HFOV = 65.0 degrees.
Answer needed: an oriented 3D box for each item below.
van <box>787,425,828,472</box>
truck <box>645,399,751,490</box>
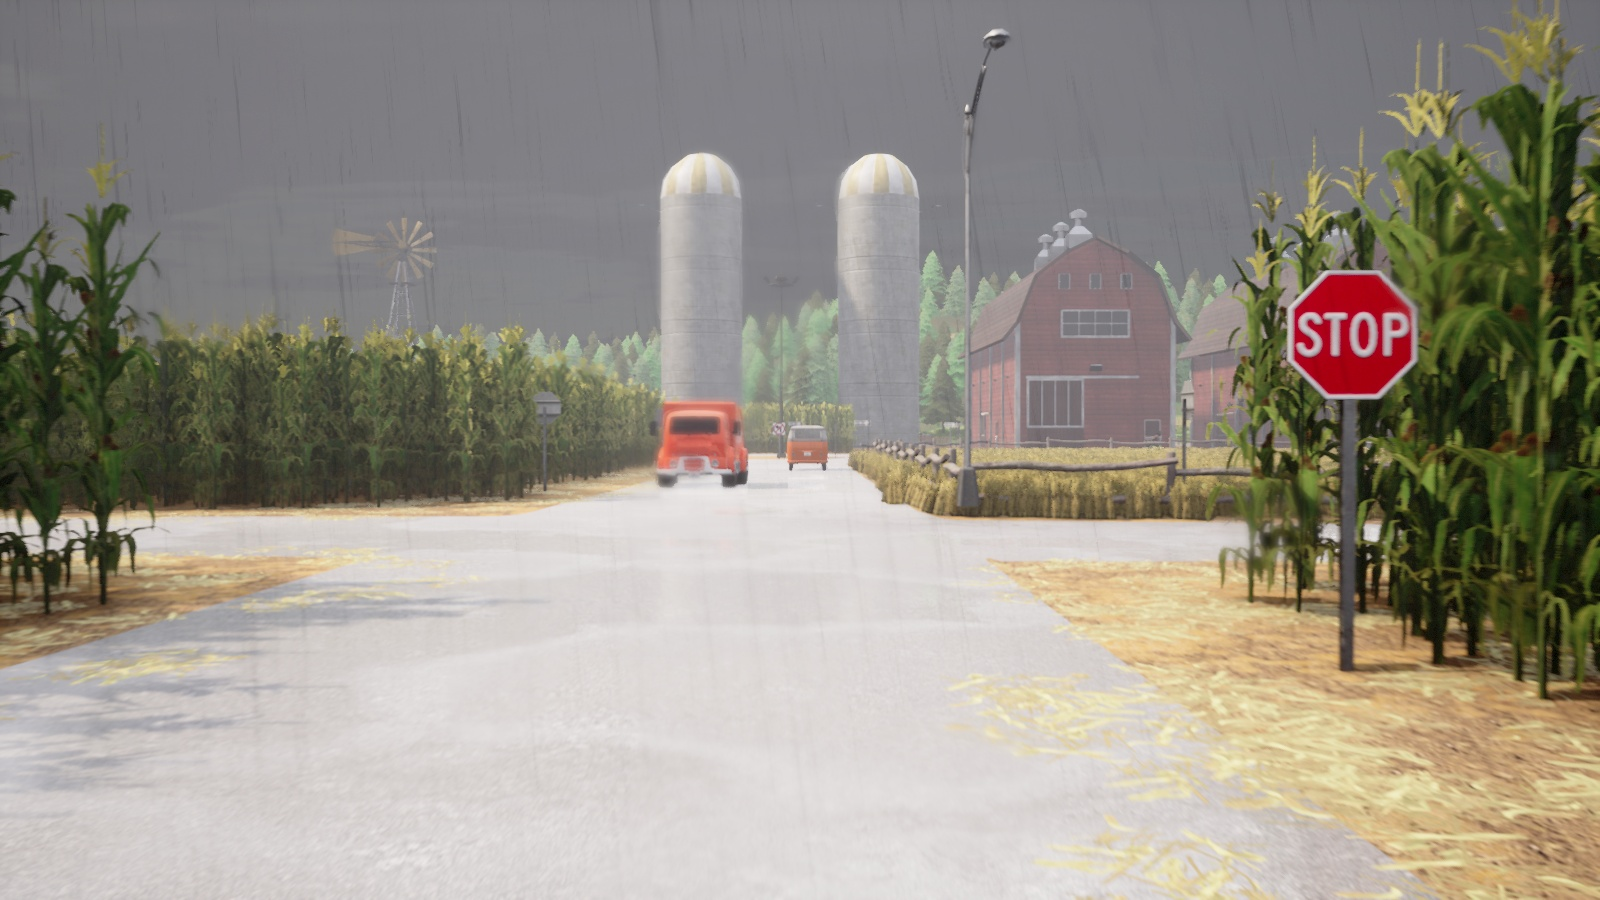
[{"bbox_3d":[0.333,-0.098,55.964,1.775,1.987,4.442,0,1,0],"label":"van"},{"bbox_3d":[-2.876,-0.166,36.670,2.627,2.467,5.204,0,0,0],"label":"truck"}]
